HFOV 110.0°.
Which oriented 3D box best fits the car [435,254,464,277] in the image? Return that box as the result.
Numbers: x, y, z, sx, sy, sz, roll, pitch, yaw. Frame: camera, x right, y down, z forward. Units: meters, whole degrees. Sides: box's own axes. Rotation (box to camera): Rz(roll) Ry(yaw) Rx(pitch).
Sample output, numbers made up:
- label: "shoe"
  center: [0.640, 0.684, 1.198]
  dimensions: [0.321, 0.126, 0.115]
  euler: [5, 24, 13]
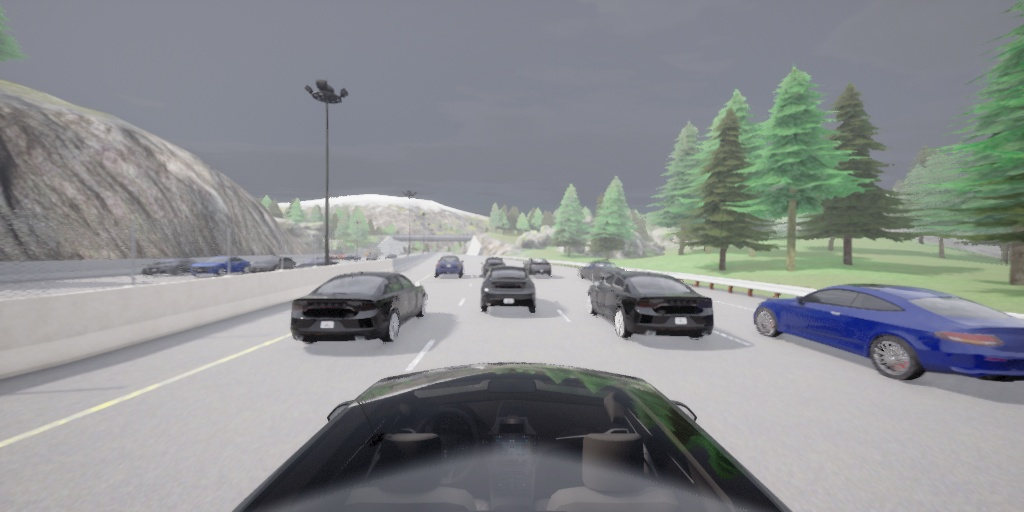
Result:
- label: "car"
  center: [-4.989, 0.726, 29.067]
  dimensions: [2.097, 1.767, 4.553]
  euler: [0, 1, -6]

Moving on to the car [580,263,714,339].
- label: "car"
  center: [3.429, 1.149, 9.874]
  dimensions: [1.882, 1.535, 5.008]
  euler: [0, 1, -1]

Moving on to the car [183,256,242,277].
- label: "car"
  center: [-22.690, 0.741, 28.176]
  dimensions: [1.882, 1.535, 5.008]
  euler: [0, 1, -7]

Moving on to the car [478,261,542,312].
- label: "car"
  center: [-0.179, 1.107, 13.383]
  dimensions: [1.837, 1.490, 4.892]
  euler: [0, 1, -2]

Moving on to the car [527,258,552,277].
- label: "car"
  center: [1.991, 0.906, 29.626]
  dimensions: [2.128, 1.511, 4.902]
  euler: [0, 1, -6]

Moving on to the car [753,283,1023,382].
- label: "car"
  center: [6.983, 1.256, 7.054]
  dimensions: [1.812, 1.442, 4.674]
  euler: [0, 1, 0]

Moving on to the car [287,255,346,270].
- label: "car"
  center: [-15.755, 0.845, 29.259]
  dimensions: [2.033, 1.411, 5.357]
  euler: [0, 1, -7]

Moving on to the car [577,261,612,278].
- label: "car"
  center: [6.050, 1.051, 24.720]
  dimensions: [2.033, 1.411, 5.357]
  euler: [0, 1, -5]

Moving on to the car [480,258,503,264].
- label: "car"
  center: [-1.517, 0.897, 29.532]
  dimensions: [1.837, 1.490, 4.892]
  euler: [0, 1, -6]

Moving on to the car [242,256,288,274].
- label: "car"
  center: [-19.297, 0.780, 29.192]
  dimensions: [1.837, 1.490, 4.892]
  euler: [0, 0, -8]

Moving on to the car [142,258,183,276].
- label: "car"
  center: [-26.198, 0.806, 27.963]
  dimensions: [1.994, 1.385, 4.181]
  euler: [0, 1, -7]

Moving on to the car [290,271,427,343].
- label: "car"
  center: [-3.551, 1.109, 9.265]
  dimensions: [1.882, 1.535, 5.008]
  euler: [0, 1, -1]
